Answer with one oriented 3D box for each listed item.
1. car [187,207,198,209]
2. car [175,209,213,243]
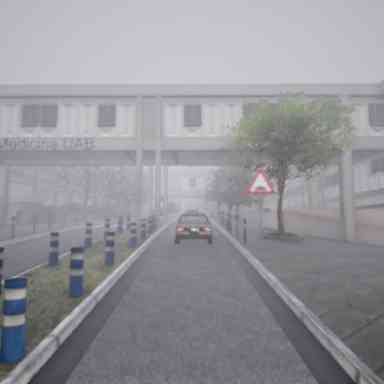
[{"bbox_3d":[0.057,2.694,41.164,1.837,1.490,4.892,0,-3,0],"label":"car"},{"bbox_3d":[0.083,1.785,17.303,2.033,1.411,5.357,0,-1,0],"label":"car"}]
